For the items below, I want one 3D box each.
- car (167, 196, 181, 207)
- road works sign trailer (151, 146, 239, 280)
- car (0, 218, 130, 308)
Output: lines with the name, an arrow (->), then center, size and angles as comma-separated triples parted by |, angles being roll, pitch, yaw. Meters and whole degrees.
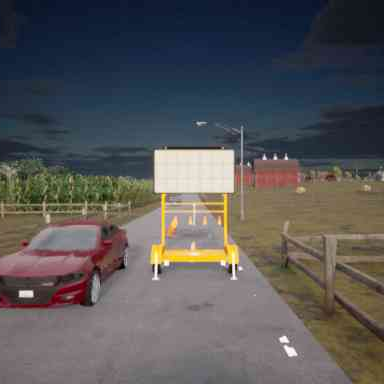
car -> -2.691, 1.428, 50.948 | 1.882, 1.535, 5.008 | 0, 0, 0
road works sign trailer -> 0.068, 0.456, 9.893 | 2.380, 3.560, 2.880 | 0, 0, 0
car -> -2.825, 1.471, 8.183 | 1.882, 1.535, 5.008 | 0, 0, 0
